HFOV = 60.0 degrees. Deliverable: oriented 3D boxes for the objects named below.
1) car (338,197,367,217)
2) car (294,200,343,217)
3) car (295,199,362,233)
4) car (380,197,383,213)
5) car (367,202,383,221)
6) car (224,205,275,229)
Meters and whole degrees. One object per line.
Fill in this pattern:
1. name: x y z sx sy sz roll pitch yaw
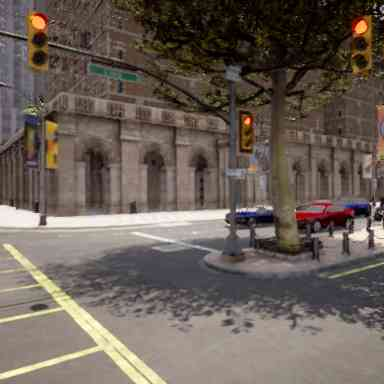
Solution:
1. car: 12.573 1.203 26.956 4.553 1.767 2.097 0 0 -35
2. car: 11.507 1.440 30.187 4.718 1.301 1.895 0 0 -36
3. car: 7.333 1.380 19.007 5.008 1.535 1.882 0 0 -35
4. car: 20.797 1.270 32.819 5.008 1.535 1.882 0 0 -35
5. car: 15.351 1.351 24.638 4.892 1.490 1.837 0 0 -35
6. car: 4.302 1.510 21.148 4.718 1.301 1.895 0 0 -35
